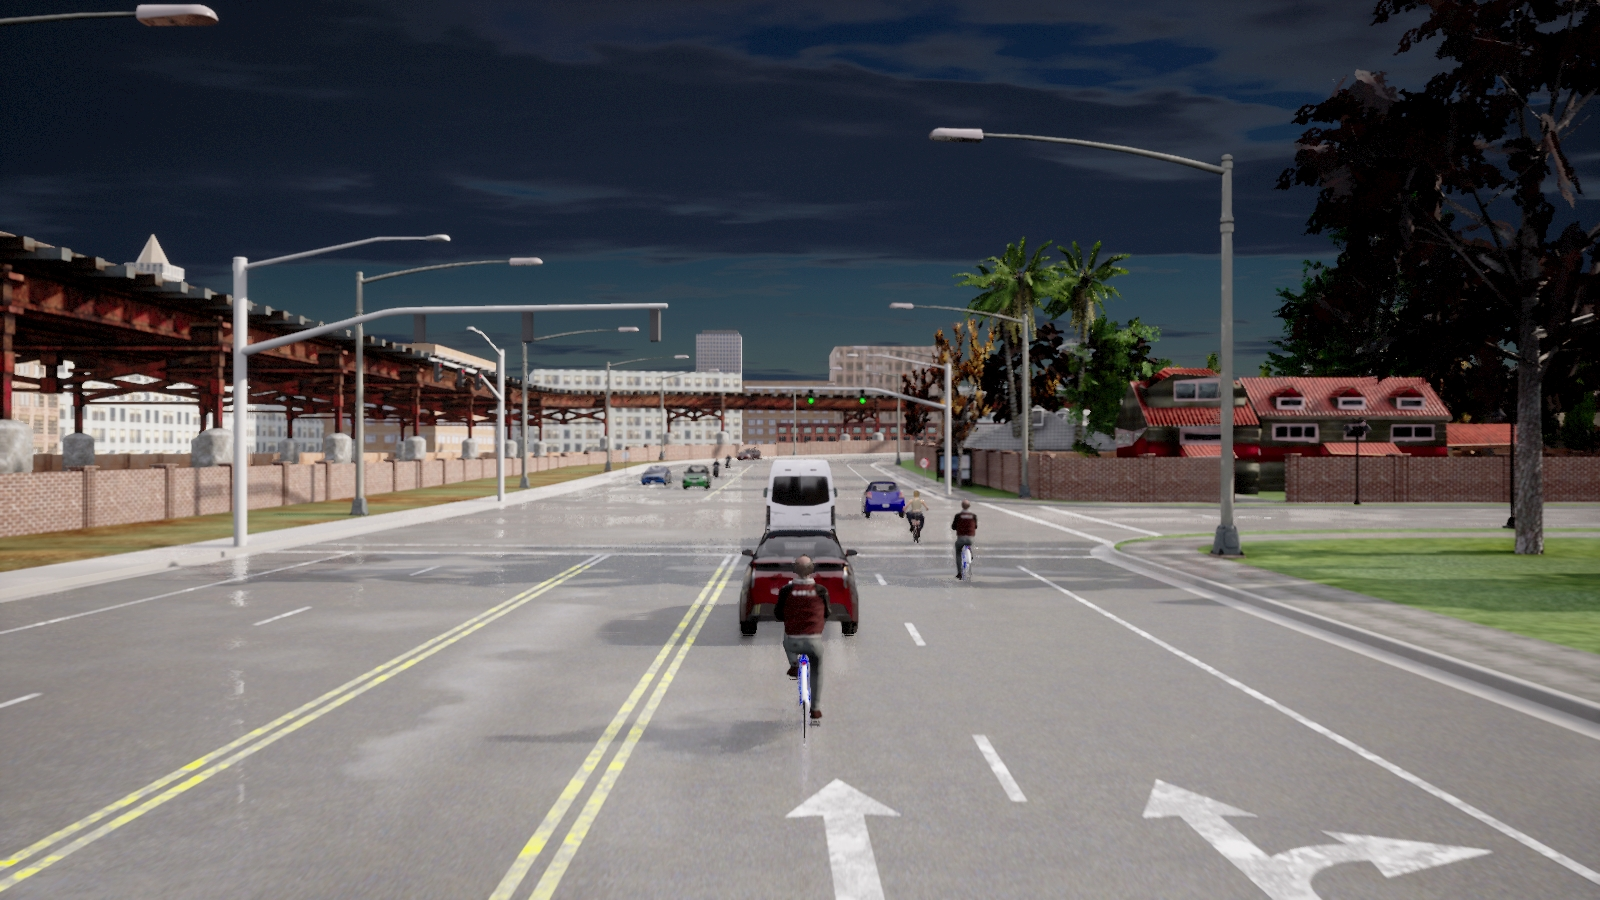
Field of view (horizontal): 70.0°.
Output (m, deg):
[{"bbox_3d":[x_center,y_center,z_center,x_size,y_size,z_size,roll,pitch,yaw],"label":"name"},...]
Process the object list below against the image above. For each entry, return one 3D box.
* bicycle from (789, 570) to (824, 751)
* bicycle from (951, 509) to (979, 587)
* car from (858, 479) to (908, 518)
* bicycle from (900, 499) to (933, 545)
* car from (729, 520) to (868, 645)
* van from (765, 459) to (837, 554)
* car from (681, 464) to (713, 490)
[{"bbox_3d":[0.052,2.057,11.554,0.329,1.496,1.835,0,0,0],"label":"bicycle"},{"bbox_3d":[3.519,2.065,24.449,0.329,1.496,1.835,0,0,0],"label":"bicycle"},{"bbox_3d":[3.500,2.053,48.612,1.845,1.501,3.633,0,0,0],"label":"car"},{"bbox_3d":[3.522,2.169,34.656,0.859,1.301,1.487,0,0,1],"label":"bicycle"},{"bbox_3d":[-0.011,2.053,18.758,2.007,1.525,4.514,0,0,0],"label":"car"},{"bbox_3d":[0.022,1.558,34.245,1.988,2.561,5.915,0,0,0],"label":"van"},{"bbox_3d":[-6.999,1.840,77.798,1.851,1.617,3.988,0,1,0],"label":"car"}]
